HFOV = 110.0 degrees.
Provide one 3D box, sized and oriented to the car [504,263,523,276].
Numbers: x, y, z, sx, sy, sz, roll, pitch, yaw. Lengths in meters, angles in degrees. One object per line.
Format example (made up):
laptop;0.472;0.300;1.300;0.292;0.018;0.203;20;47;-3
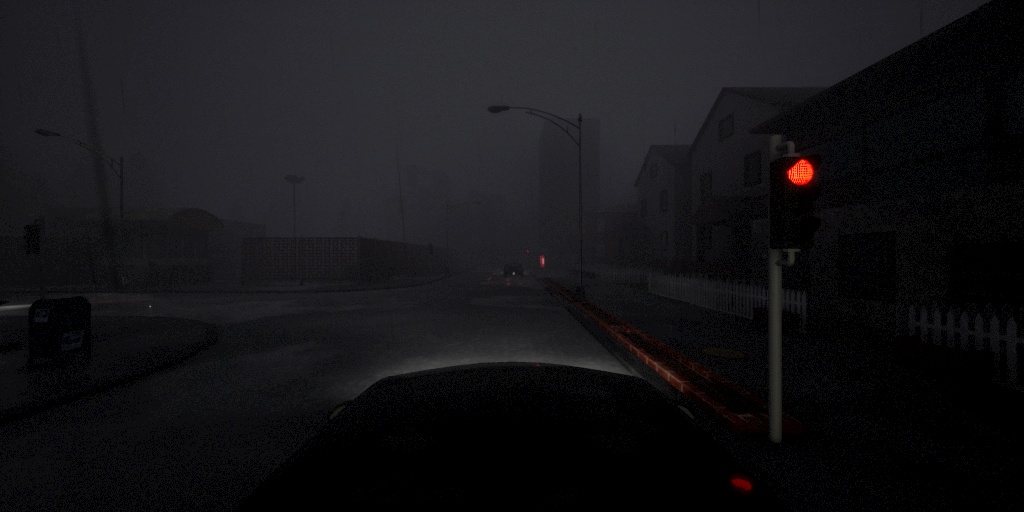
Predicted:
car;0.143;1.351;36.627;1.895;1.301;4.718;0;0;0

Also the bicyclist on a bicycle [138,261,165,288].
bicyclist on a bicycle;-21.728;1.099;21.633;0.582;1.620;1.656;0;0;0
